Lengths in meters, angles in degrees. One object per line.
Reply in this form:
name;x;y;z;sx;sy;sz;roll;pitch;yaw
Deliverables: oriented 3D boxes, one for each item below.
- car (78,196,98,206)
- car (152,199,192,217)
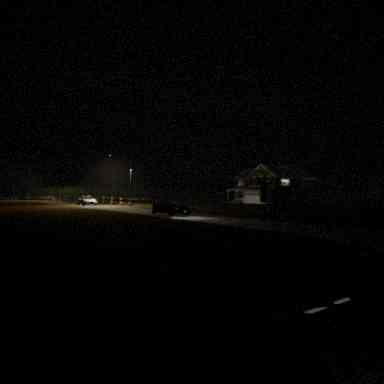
car;-15.006;1.301;47.690;1.812;1.442;4.674;2;-1;-35
car;-1.915;1.344;29.449;1.812;1.442;4.674;2;-1;-36
